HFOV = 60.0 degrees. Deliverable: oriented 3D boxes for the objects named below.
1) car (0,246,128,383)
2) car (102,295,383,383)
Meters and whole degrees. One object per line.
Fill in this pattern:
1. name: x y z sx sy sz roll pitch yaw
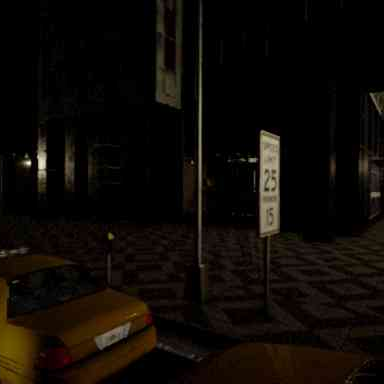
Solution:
1. car: -2.737 1.471 4.832 4.829 1.417 1.752 1 1 34
2. car: 1.880 1.522 1.659 4.829 1.417 1.752 1 1 34
